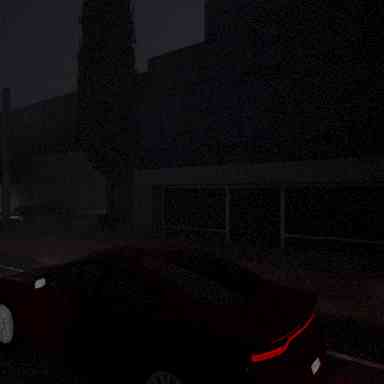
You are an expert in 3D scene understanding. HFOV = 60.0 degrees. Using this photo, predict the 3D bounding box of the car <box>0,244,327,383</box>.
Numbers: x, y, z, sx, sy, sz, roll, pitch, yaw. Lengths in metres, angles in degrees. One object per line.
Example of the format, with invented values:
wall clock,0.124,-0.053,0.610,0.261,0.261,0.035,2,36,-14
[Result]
car,-0.846,1.478,4.590,5.008,1.535,1.882,0,0,35

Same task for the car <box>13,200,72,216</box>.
car,-14.686,1.547,32.988,2.033,1.411,5.357,0,0,36
